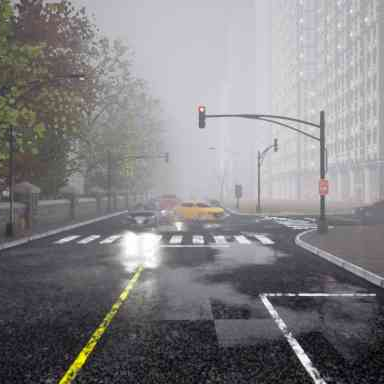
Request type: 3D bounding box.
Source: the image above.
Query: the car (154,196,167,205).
[{"bbox_3d":[-5.543,1.477,59.684,1.967,1.590,4.097,0,0,0],"label":"car"}]

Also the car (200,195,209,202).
[{"bbox_3d":[2.878,1.501,76.561,1.967,1.590,4.097,0,0,0],"label":"car"}]

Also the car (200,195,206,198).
[{"bbox_3d":[2.823,1.597,54.031,1.947,1.339,4.313,0,0,0],"label":"car"}]

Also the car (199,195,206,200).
[{"bbox_3d":[2.918,1.641,93.457,2.008,1.369,4.403,0,0,0],"label":"car"}]

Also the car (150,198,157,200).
[{"bbox_3d":[-5.571,1.607,48.419,1.802,1.307,4.206,0,0,0],"label":"car"}]

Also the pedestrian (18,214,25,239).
[{"bbox_3d":[-7.521,1.521,14.747,0.500,1.100,0.500,0,0,0],"label":"pedestrian"}]

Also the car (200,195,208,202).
[{"bbox_3d":[2.892,1.510,82.192,1.967,1.590,4.097,0,0,0],"label":"car"}]

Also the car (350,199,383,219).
[{"bbox_3d":[14.871,1.262,25.948,4.674,1.442,1.812,-1,0,0],"label":"car"}]

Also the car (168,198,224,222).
[{"bbox_3d":[0.445,1.486,26.549,1.882,1.535,5.008,-1,1,-39],"label":"car"}]

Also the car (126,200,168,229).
[{"bbox_3d":[-3.048,1.499,21.956,2.128,1.511,4.902,0,0,0],"label":"car"}]

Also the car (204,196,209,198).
[{"bbox_3d":[2.795,1.586,42.766,1.947,1.339,4.313,0,0,0],"label":"car"}]

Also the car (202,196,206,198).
[{"bbox_3d":[2.809,1.591,48.399,1.947,1.339,4.313,0,0,0],"label":"car"}]

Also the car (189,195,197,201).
[{"bbox_3d":[0.195,1.441,80.059,1.837,1.490,4.892,0,0,0],"label":"car"}]

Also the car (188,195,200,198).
[{"bbox_3d":[0.170,1.638,70.089,1.895,1.301,4.718,0,0,0],"label":"car"}]

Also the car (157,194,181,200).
[{"bbox_3d":[-2.998,1.242,44.551,2.150,2.045,5.566,0,0,0],"label":"car"}]

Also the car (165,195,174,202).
[{"bbox_3d":[-5.488,1.510,82.213,1.967,1.590,4.097,0,0,0],"label":"car"}]

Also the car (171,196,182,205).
[{"bbox_3d":[-2.903,1.546,62.728,1.837,1.490,4.892,0,0,1],"label":"car"}]
